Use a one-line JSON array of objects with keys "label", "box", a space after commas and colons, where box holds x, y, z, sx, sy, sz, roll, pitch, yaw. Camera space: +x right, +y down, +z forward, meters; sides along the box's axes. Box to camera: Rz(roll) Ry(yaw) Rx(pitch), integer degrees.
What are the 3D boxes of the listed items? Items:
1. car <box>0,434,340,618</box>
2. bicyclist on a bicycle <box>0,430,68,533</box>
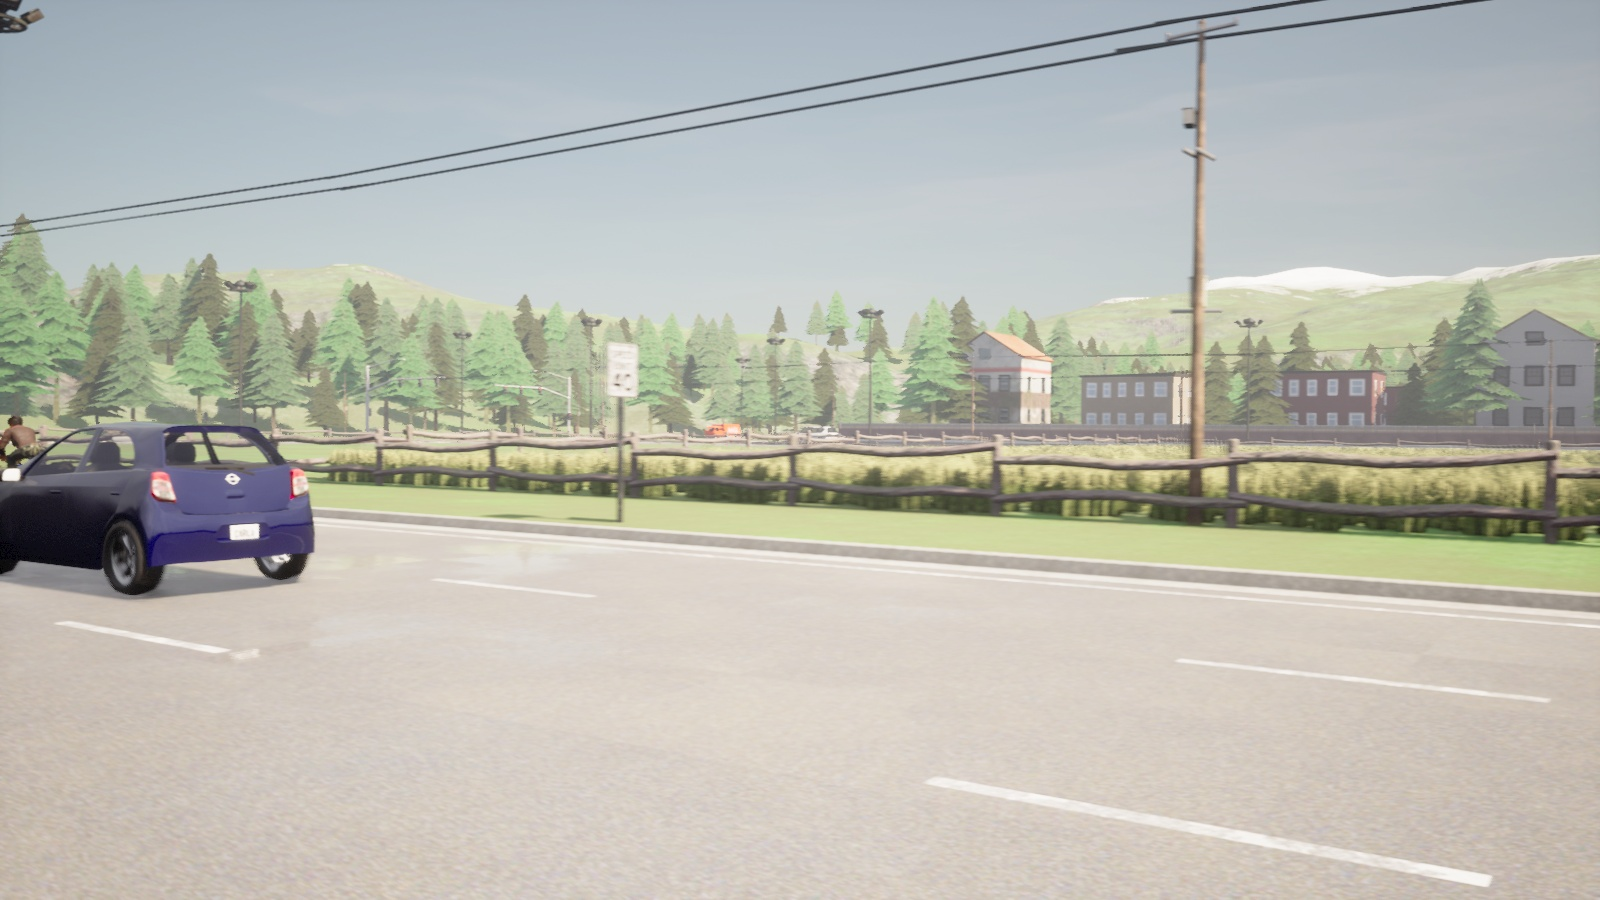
[{"label": "car", "box": [-6.362, 0.623, 12.053, 3.633, 1.501, 1.845, 0, 1, 34]}, {"label": "bicyclist on a bicycle", "box": [-12.652, 0.496, 20.430, 1.656, 1.620, 0.582, 0, 1, 34]}]
